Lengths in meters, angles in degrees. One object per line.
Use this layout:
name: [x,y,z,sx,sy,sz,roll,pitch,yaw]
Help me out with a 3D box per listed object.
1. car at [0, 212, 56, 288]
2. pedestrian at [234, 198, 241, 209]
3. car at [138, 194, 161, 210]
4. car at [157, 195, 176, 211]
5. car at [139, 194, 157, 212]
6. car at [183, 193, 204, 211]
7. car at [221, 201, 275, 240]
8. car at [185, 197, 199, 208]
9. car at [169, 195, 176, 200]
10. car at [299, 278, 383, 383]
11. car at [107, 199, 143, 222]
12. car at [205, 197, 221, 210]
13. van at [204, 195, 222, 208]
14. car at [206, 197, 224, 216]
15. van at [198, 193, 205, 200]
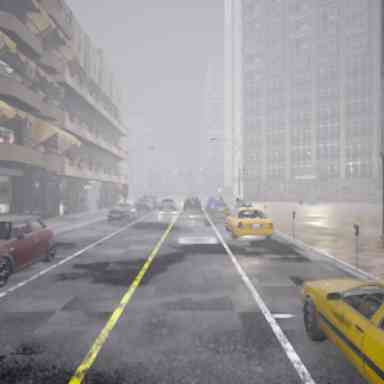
car: [-5.308,1.418,8.969,1.967,1.590,4.097,0,0,0]
pedestrian: [2.751,1.247,19.777,0.375,1.860,0.375,0,0,0]
car: [-5.306,1.231,42.185,2.192,1.841,5.009,0,0,0]
car: [-2.814,1.445,38.545,1.812,1.442,4.674,0,0,0]
car: [-5.307,1.363,36.650,1.967,1.590,4.097,0,0,0]
car: [0.066,1.272,38.608,2.097,1.767,4.553,0,0,0]
car: [2.751,1.415,16.778,1.801,1.575,5.366,0,0,0]
car: [0.003,1.436,47.924,1.812,1.442,4.674,0,0,0]
car: [-5.307,1.431,91.017,1.752,1.417,4.829,0,0,0]
car: [2.571,1.516,3.612,1.752,1.417,4.829,0,0,0]
car: [-5.308,1.491,25.579,2.008,1.369,4.403,0,0,0]
car: [2.572,1.441,42.362,1.752,1.417,4.829,0,0,0]
van: [2.574,1.264,36.655,1.690,1.788,3.998,0,0,0]
car: [2.572,1.456,31.291,1.752,1.417,4.829,0,0,0]
van: [2.574,1.247,91.186,1.690,1.788,3.998,0,0,0]
